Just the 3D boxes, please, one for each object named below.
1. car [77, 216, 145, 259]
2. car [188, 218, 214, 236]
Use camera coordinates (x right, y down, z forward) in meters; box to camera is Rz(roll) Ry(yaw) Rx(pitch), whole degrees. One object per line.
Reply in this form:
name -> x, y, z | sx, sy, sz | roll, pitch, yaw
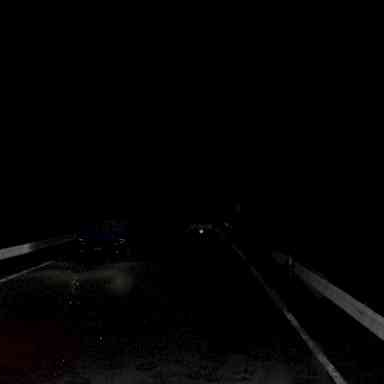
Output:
car -> -3.282, 1.839, 14.311 | 1.882, 1.535, 5.008 | 0, -2, 2
car -> 0.714, 2.692, 26.162 | 1.895, 1.301, 4.718 | 0, -4, 1
